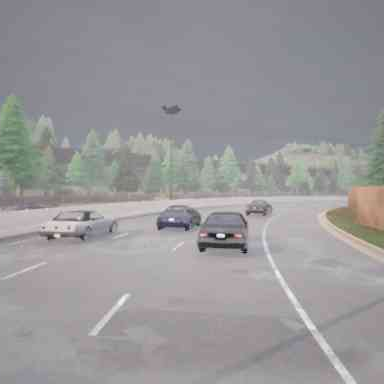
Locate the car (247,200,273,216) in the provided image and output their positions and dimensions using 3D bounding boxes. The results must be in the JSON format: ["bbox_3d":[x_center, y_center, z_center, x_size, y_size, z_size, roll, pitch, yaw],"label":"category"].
[{"bbox_3d":[6.409,1.475,31.467,2.033,1.411,5.357,0,0,22],"label":"car"}]

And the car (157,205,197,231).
[{"bbox_3d":[-0.693,1.496,20.391,1.994,1.385,4.181,0,0,13],"label":"car"}]

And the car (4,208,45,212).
[{"bbox_3d":[-11.313,1.445,21.874,1.994,1.385,4.181,0,0,14],"label":"car"}]

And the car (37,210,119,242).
[{"bbox_3d":[-5.230,1.527,16.074,1.895,1.301,4.718,0,0,10],"label":"car"}]

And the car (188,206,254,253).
[{"bbox_3d":[1.403,1.510,13.669,2.033,1.411,5.357,0,0,10],"label":"car"}]
